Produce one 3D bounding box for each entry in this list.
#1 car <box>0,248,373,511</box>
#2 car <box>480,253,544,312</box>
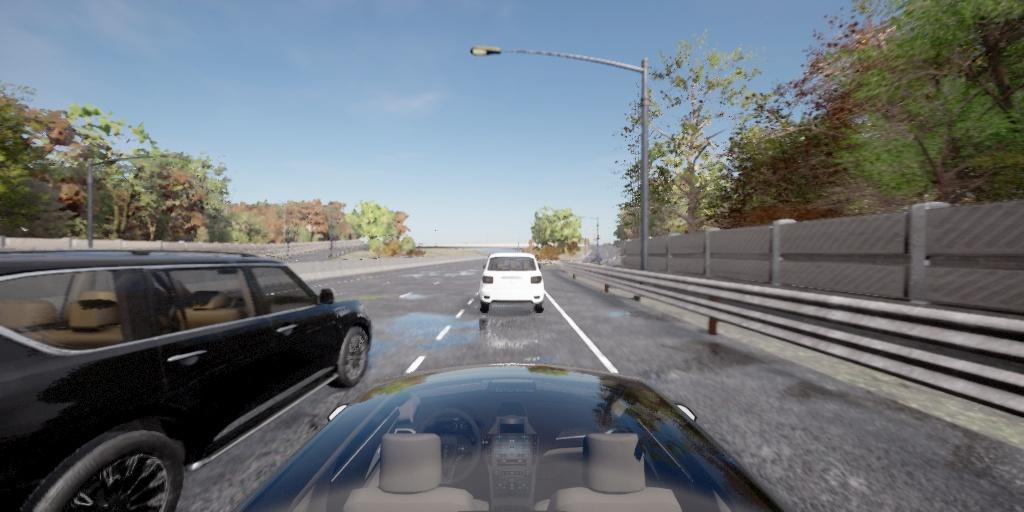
[{"bbox_3d":[-3.403,0.963,3.665,2.150,2.045,5.566,0,0,0],"label":"car"},{"bbox_3d":[-0.002,0.916,14.033,2.150,2.045,5.566,0,0,0],"label":"car"}]
